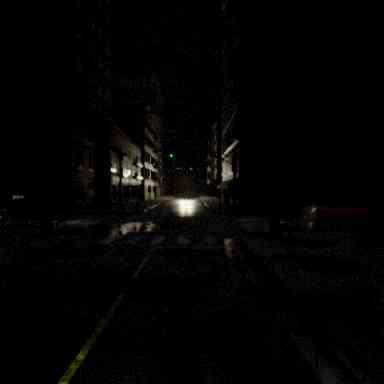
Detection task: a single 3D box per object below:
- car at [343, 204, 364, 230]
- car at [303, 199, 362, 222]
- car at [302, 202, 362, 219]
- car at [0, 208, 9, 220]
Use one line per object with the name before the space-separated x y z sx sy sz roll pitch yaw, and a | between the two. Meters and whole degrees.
car | 11.621 1.608 19.373 4.403 1.369 2.008 1 0 0
car | 10.888 1.338 25.325 4.553 1.767 2.097 1 1 0
car | 11.653 1.547 27.898 4.206 1.307 1.802 1 0 0
car | -15.055 1.365 22.306 4.718 1.301 1.895 1 1 -2
